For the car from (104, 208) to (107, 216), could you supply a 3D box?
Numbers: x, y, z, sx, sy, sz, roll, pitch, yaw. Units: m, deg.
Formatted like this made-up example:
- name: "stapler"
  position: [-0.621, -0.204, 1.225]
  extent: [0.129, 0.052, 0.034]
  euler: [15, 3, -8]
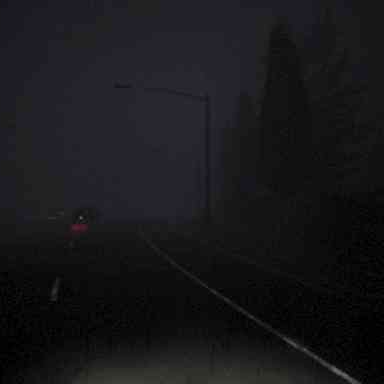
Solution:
- name: "car"
  position: [-16.594, 3.509, 59.176]
  extent: [2.128, 1.511, 4.902]
  euler: [0, -3, 4]

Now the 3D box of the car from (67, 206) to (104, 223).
- name: "car"
  position: [-9.860, 2.070, 31.227]
  extent: [1.837, 1.490, 4.892]
  euler: [0, -2, -6]

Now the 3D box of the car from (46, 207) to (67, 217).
- name: "car"
  position: [-20.620, 3.058, 51.228]
  extent: [2.128, 1.511, 4.902]
  euler: [0, -3, 4]

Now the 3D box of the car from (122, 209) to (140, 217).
- name: "car"
  position: [-9.774, 3.358, 53.859]
  extent: [1.895, 1.301, 4.718]
  euler: [0, -3, 3]
